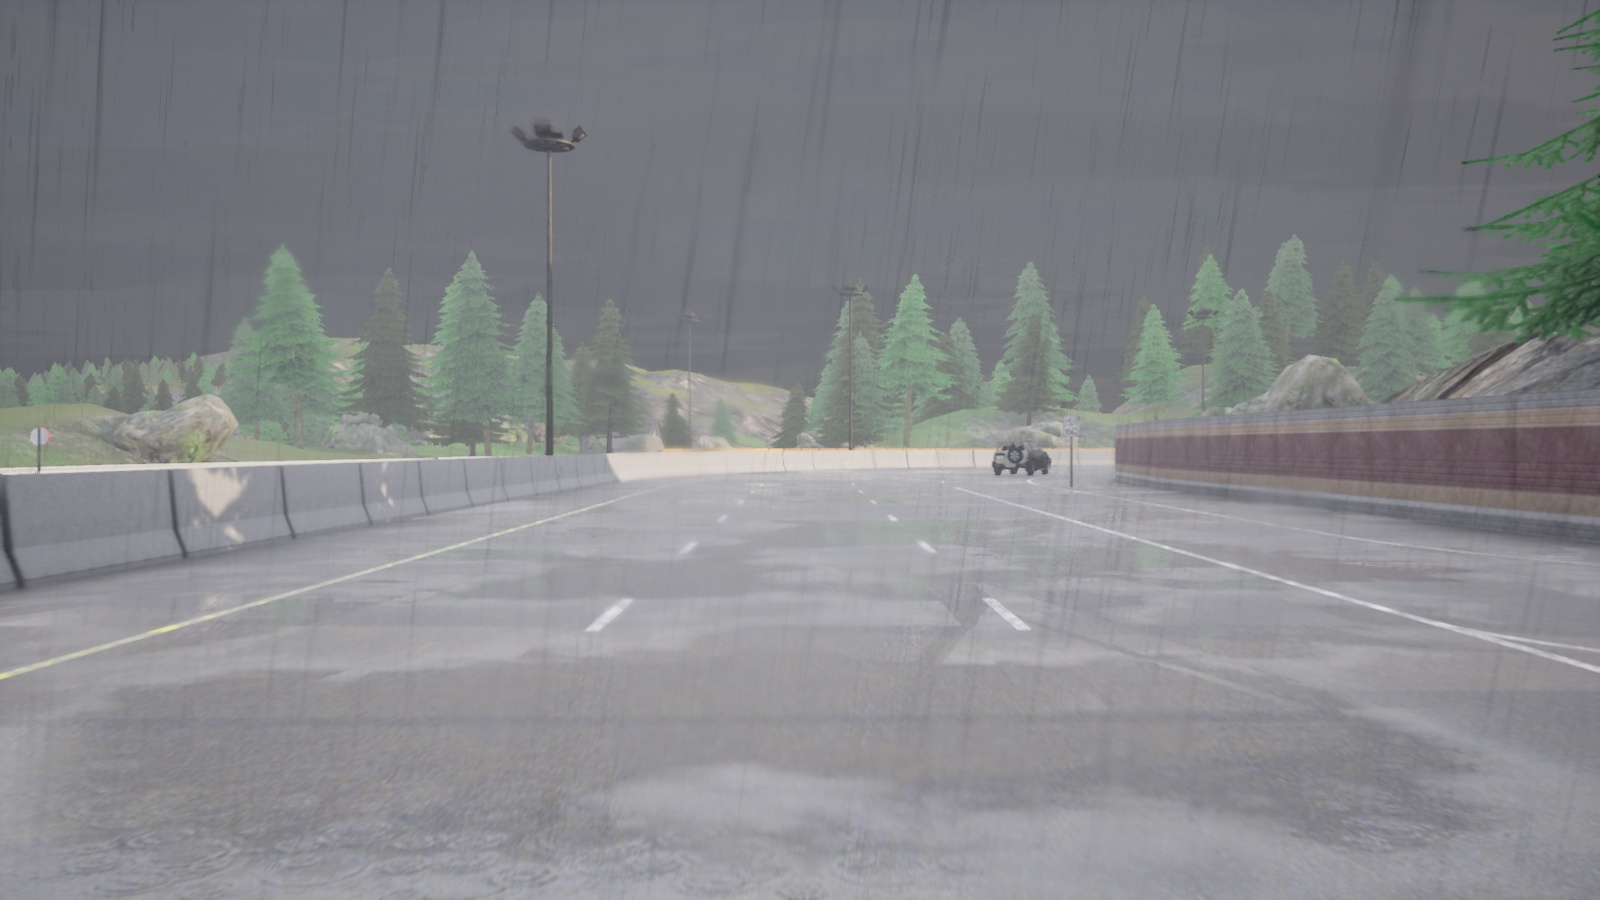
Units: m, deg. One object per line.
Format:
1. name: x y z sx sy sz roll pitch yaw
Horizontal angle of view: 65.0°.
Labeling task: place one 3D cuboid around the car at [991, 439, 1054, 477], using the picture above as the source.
1. car: 11.214 0.383 63.034 1.932 1.855 4.605 0 0 26

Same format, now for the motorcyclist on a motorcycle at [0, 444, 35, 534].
1. motorcyclist on a motorcycle: -13.870 0.655 21.098 0.797 1.523 2.044 0 0 0
